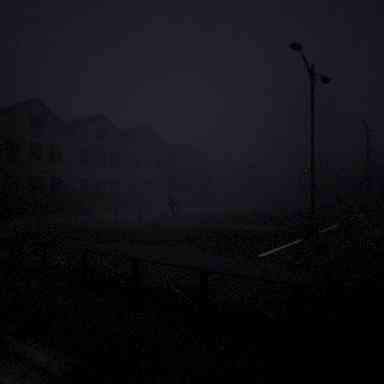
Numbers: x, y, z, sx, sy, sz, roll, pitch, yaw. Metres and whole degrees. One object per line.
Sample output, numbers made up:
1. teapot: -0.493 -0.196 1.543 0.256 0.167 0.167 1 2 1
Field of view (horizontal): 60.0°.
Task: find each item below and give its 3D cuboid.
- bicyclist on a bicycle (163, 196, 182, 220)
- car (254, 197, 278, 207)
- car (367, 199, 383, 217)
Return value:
1. bicyclist on a bicycle: -1.376 1.109 23.031 1.656 1.620 0.582 0 0 35
2. car: 10.440 1.356 46.668 2.033 1.411 5.357 0 0 32
3. car: 15.442 1.298 26.798 2.007 1.523 4.514 0 0 35
